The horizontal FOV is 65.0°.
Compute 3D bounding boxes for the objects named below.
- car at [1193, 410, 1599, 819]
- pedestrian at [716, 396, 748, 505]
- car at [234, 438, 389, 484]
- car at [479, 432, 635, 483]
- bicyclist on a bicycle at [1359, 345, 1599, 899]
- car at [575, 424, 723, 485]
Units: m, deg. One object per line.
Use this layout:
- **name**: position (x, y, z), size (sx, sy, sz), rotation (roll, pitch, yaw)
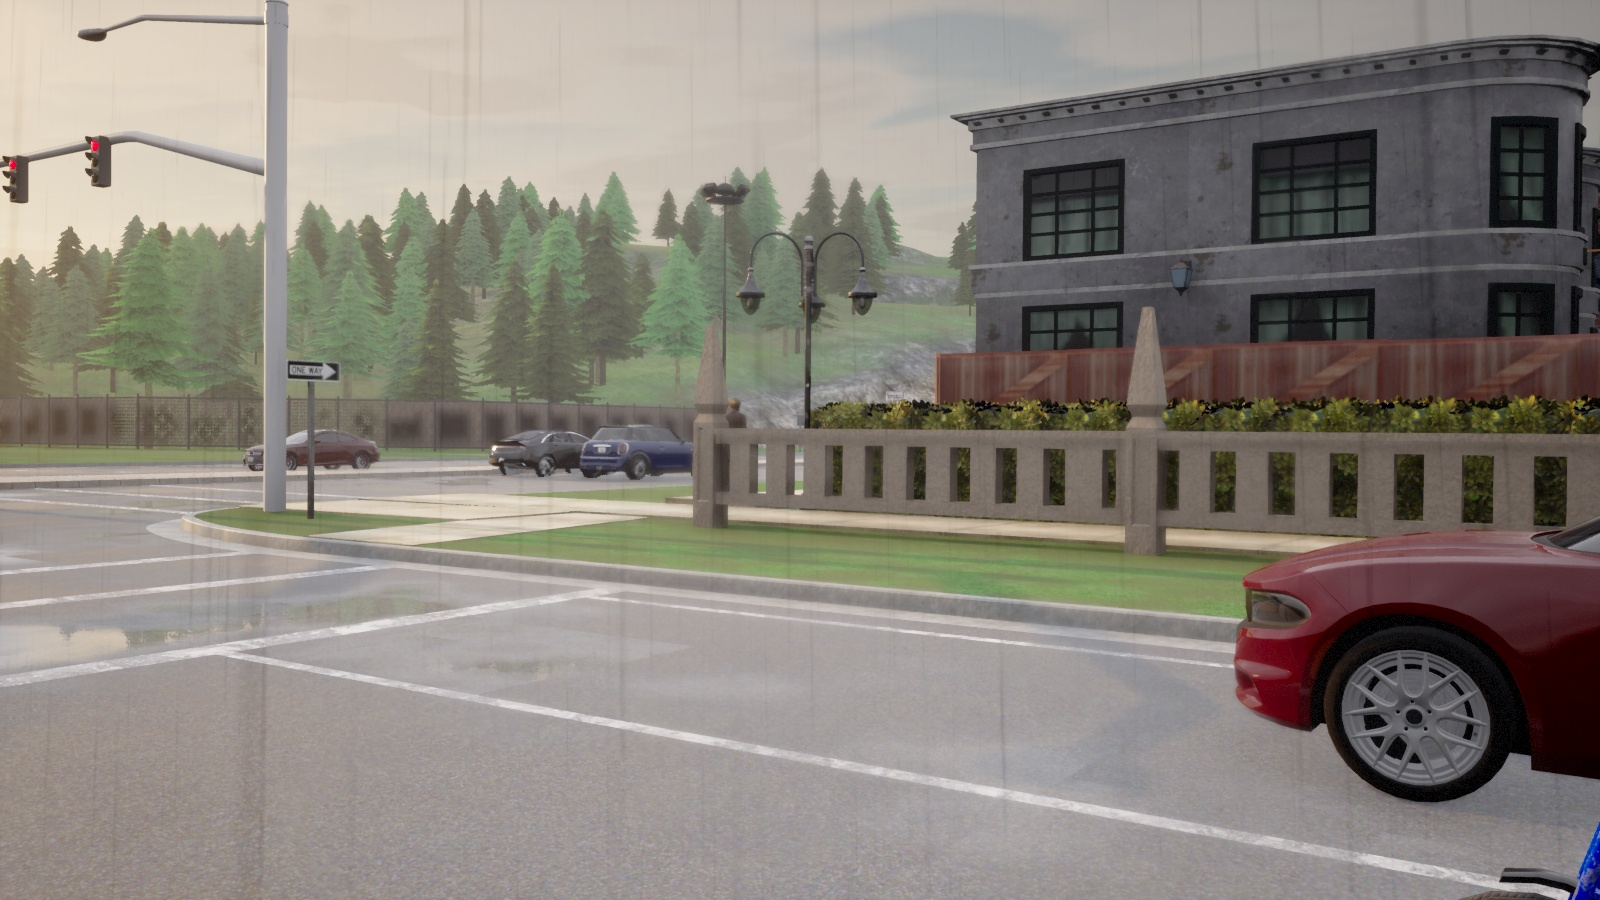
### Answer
- **car**: position (4.344, 0.602, 4.940), size (5.008, 1.535, 1.882), rotation (0, 1, 34)
- **pedestrian**: position (-1.166, 0.006, 21.572), size (0.331, 1.846, 0.634), rotation (0, 1, 19)
- **car**: position (-16.435, 0.326, 42.475), size (1.812, 1.442, 4.674), rotation (0, 1, 34)
- **car**: position (-7.820, 0.200, 40.922), size (2.128, 1.511, 4.902), rotation (0, 1, 34)
- **bicyclist on a bicycle**: position (1.935, 0.618, 2.330), size (1.509, 1.612, 0.866), rotation (0, 1, 34)
- **car**: position (-4.660, 0.095, 39.345), size (2.097, 1.767, 4.553), rotation (0, 1, 34)
